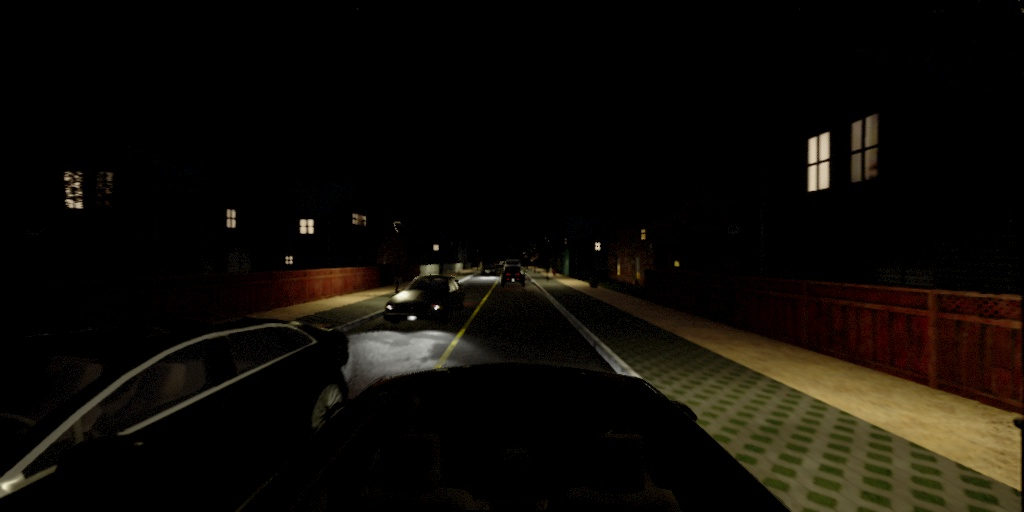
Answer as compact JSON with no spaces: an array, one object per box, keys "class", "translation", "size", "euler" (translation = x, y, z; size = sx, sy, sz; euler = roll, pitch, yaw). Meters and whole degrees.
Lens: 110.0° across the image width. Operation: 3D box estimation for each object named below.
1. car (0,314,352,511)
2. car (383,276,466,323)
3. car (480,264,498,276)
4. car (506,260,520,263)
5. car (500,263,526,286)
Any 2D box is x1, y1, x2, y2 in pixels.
[{"class":"car","translation":[-2.846,1.250,2.406],"size":[2.128,1.511,4.902],"euler":[0,-1,0]},{"class":"car","translation":[-2.838,1.422,12.936],"size":[2.033,1.411,5.357],"euler":[0,-1,1]},{"class":"car","translation":[-2.854,1.723,45.098],"size":[2.128,1.511,4.902],"euler":[0,-1,0]},{"class":"car","translation":[0.088,1.456,45.171],"size":[2.150,2.045,5.566],"euler":[0,0,0]},{"class":"car","translation":[0.091,1.559,29.160],"size":[1.837,1.490,4.892],"euler":[0,0,0]}]
